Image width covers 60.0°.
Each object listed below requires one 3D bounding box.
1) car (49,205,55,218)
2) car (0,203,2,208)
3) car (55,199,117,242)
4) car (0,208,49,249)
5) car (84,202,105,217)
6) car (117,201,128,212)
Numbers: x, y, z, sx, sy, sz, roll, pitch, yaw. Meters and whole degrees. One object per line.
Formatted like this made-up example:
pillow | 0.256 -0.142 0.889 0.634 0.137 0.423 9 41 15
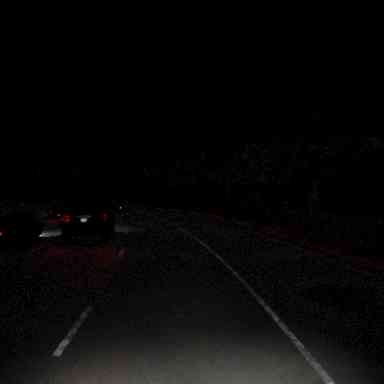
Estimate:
car | -13.320 1.874 33.267 1.895 1.301 4.718 0 0 -20
car | -26.394 1.990 44.165 1.994 1.385 4.181 0 -1 -30
car | -5.258 1.350 17.298 2.150 2.045 5.566 0 0 -10
car | -8.370 1.670 15.054 2.033 1.411 5.357 0 0 -10
car | -10.546 1.800 35.699 1.812 1.442 4.674 0 -1 -21
car | -9.422 1.872 41.908 1.994 1.385 4.181 0 0 -24
